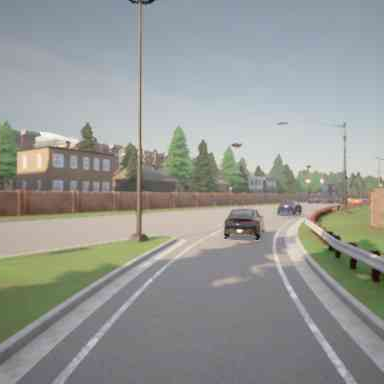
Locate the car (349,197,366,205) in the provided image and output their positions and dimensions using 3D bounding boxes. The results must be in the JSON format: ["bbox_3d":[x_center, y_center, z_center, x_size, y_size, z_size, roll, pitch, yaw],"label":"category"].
[{"bbox_3d":[40.841,2.209,81.997,2.097,1.767,4.553,0,-1,35],"label":"car"}]

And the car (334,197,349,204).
[{"bbox_3d":[38.007,2.385,84.051,1.812,1.442,4.674,0,-1,35],"label":"car"}]

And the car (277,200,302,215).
[{"bbox_3d":[11.458,1.727,38.775,2.097,1.767,4.553,0,-1,28],"label":"car"}]

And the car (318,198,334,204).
[{"bbox_3d":[34.916,2.389,85.743,2.128,1.511,4.902,0,-1,35],"label":"car"}]

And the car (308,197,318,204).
[{"bbox_3d":[32.291,2.229,88.091,2.097,1.767,4.553,0,-1,35],"label":"car"}]

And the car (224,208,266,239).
[{"bbox_3d":[2.989,1.677,18.628,1.837,1.490,4.892,0,-1,16],"label":"car"}]
